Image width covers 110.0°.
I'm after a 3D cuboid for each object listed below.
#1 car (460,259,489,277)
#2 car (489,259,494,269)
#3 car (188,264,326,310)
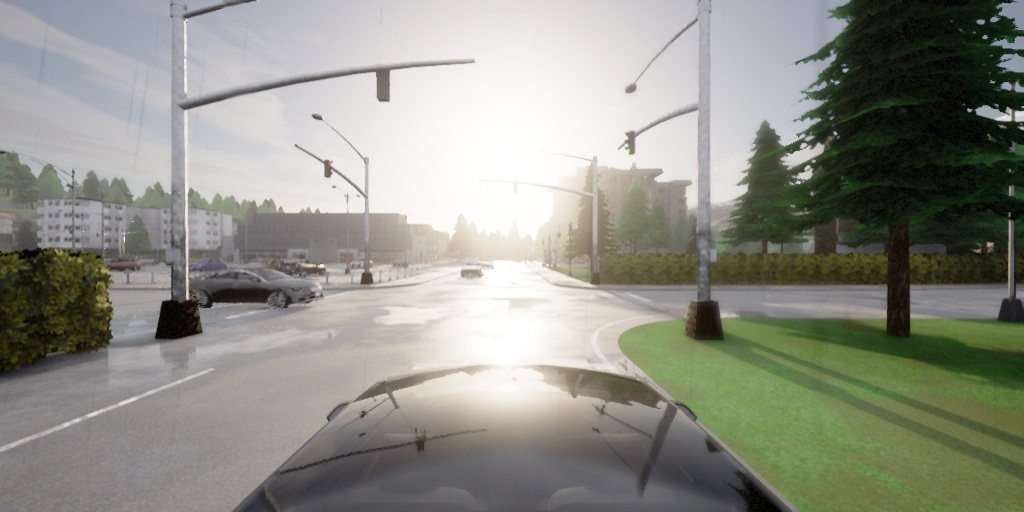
[{"bbox_3d":[-3.623,1.213,33.762,2.033,1.411,5.357,0,0,0],"label":"car"},{"bbox_3d":[-3.611,1.145,51.354,1.812,1.442,4.674,0,0,0],"label":"car"},{"bbox_3d":[-9.964,1.209,13.901,4.902,1.511,2.128,0,0,1],"label":"car"}]
